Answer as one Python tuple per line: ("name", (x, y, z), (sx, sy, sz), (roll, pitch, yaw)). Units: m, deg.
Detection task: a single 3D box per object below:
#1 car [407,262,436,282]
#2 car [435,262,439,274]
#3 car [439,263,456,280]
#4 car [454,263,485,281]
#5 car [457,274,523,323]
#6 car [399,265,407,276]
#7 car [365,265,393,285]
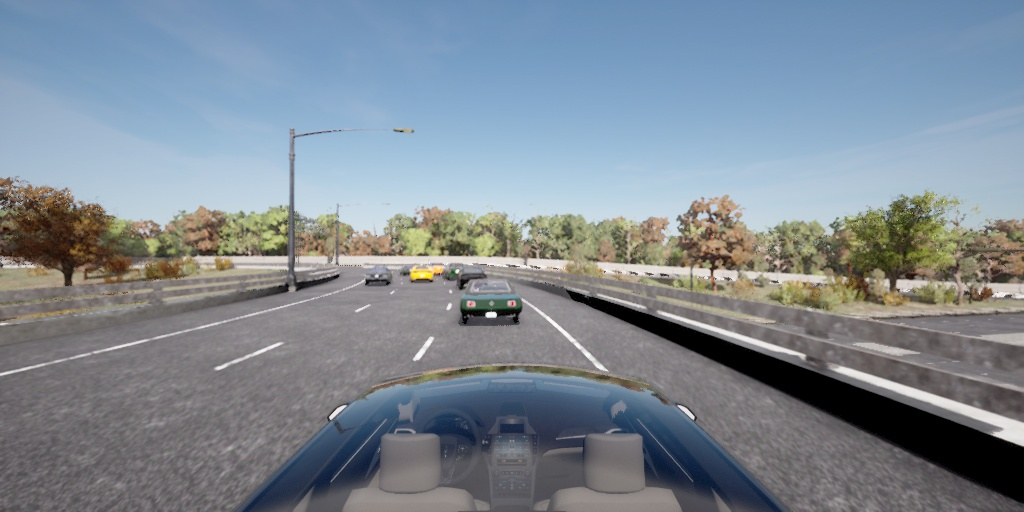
("car", (-8.477, 1.594, 33.407), (1.882, 1.535, 5.008), (0, -1, -17))
("car", (-10.209, 1.632, 47.740), (2.097, 1.767, 4.553), (0, -1, -24))
("car", (-5.978, 1.505, 36.960), (2.097, 1.767, 4.553), (0, -1, -18))
("car", (-2.924, 1.499, 25.623), (1.882, 1.535, 5.008), (0, -1, -11))
("car", (-0.820, 1.477, 12.820), (1.895, 1.301, 4.718), (0, -1, -5))
("car", (-13.328, 1.828, 46.196), (1.994, 1.385, 4.181), (0, -1, -25))
("car", (-11.085, 1.628, 29.998), (2.033, 1.411, 5.357), (0, -1, -15))
